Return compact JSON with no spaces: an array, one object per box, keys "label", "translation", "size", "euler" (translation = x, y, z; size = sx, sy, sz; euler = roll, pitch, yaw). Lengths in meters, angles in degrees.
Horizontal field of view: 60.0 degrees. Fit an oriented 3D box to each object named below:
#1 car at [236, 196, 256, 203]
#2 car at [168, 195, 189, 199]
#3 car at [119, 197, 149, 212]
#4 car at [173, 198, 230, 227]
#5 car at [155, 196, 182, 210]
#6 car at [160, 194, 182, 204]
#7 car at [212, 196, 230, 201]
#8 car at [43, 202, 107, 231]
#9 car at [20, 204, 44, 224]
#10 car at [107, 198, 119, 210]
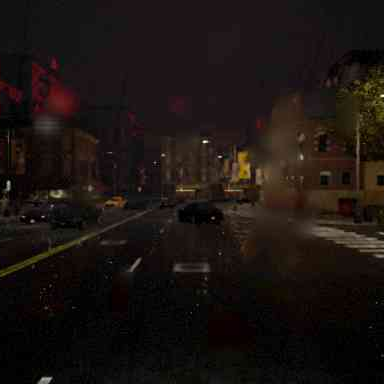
[{"label":"car","translation":[10.869,1.557,67.233],"size":[2.033,1.411,5.357],"euler":[0,0,42]},{"label":"car","translation":[-2.736,1.533,58.825],"size":[1.812,1.442,4.674],"euler":[0,0,23]},{"label":"car","translation":[-6.860,1.482,39.999],"size":[1.882,1.535,5.008],"euler":[0,0,3]},{"label":"car","translation":[0.502,1.481,23.168],"size":[1.882,1.535,5.008],"euler":[-2,1,-20]},{"label":"car","translation":[-3.009,1.552,43.652],"size":[2.033,1.411,5.357],"euler":[0,0,5]},{"label":"car","translation":[-4.044,1.360,64.343],"size":[2.097,1.767,4.553],"euler":[0,0,27]},{"label":"car","translation":[5.650,1.556,66.344],"size":[2.033,1.411,5.357],"euler":[0,0,36]},{"label":"car","translation":[-7.089,1.480,20.793],"size":[1.882,1.535,5.008],"euler":[0,0,0]},{"label":"car","translation":[-10.589,1.550,24.728],"size":[2.033,1.411,5.357],"euler":[0,0,0]},{"label":"car","translation":[-10.047,1.483,44.366],"size":[1.882,1.535,5.008],"euler":[0,0,7]}]
